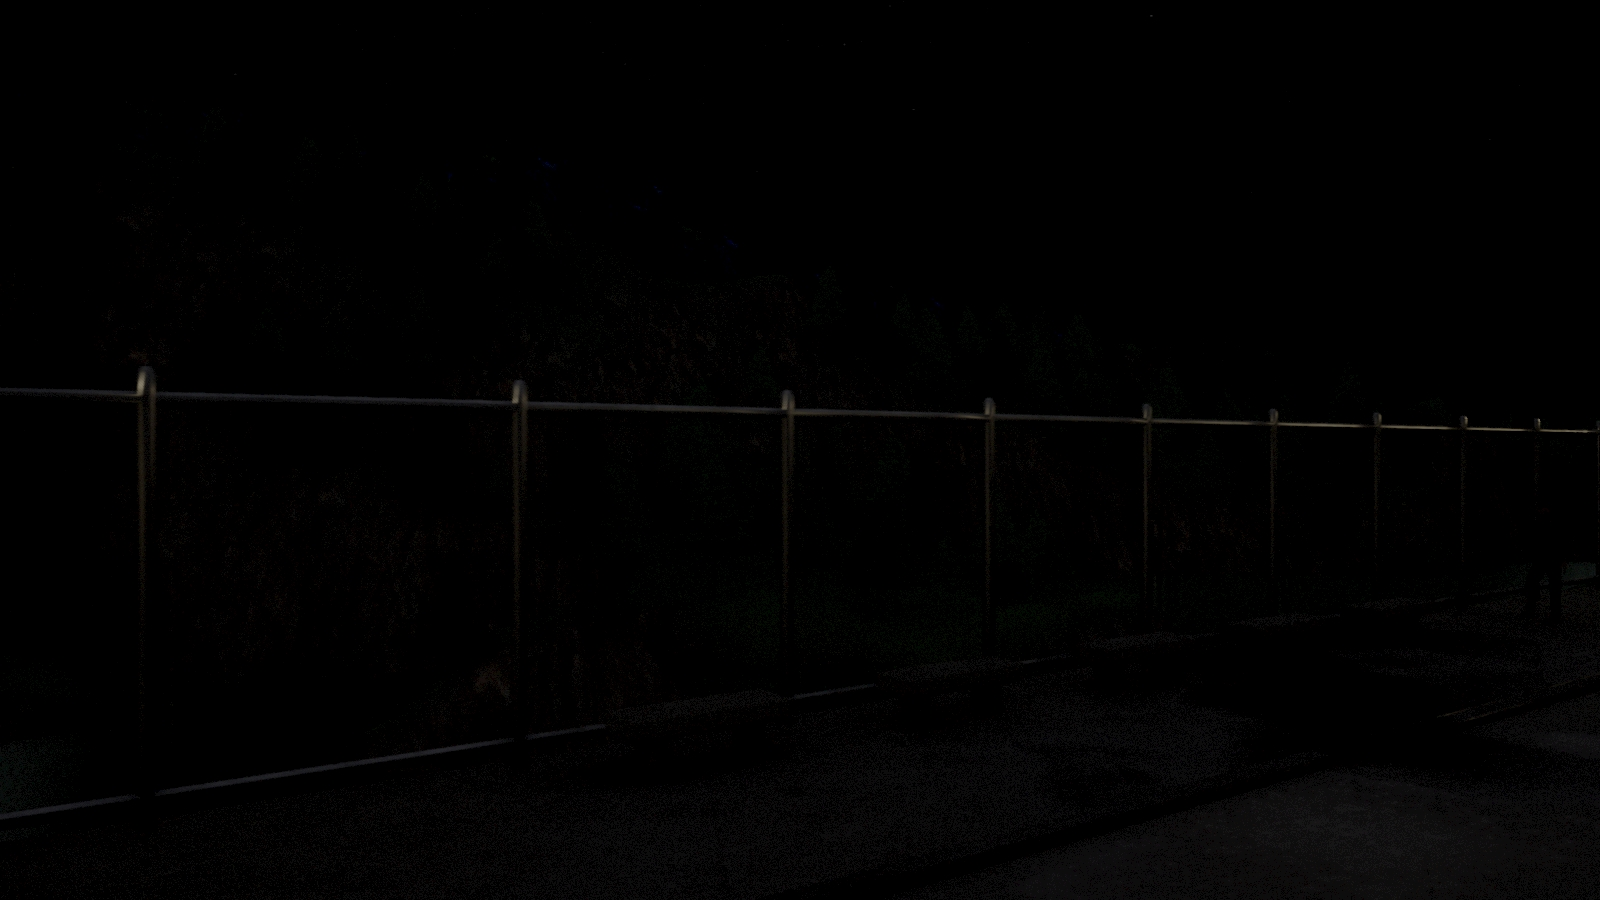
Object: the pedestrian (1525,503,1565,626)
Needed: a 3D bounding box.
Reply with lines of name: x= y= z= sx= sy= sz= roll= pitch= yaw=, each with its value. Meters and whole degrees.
pedestrian: x=11.517 y=1.759 z=17.672 sx=0.375 sy=1.860 sz=0.375 roll=0 pitch=0 yaw=-25
